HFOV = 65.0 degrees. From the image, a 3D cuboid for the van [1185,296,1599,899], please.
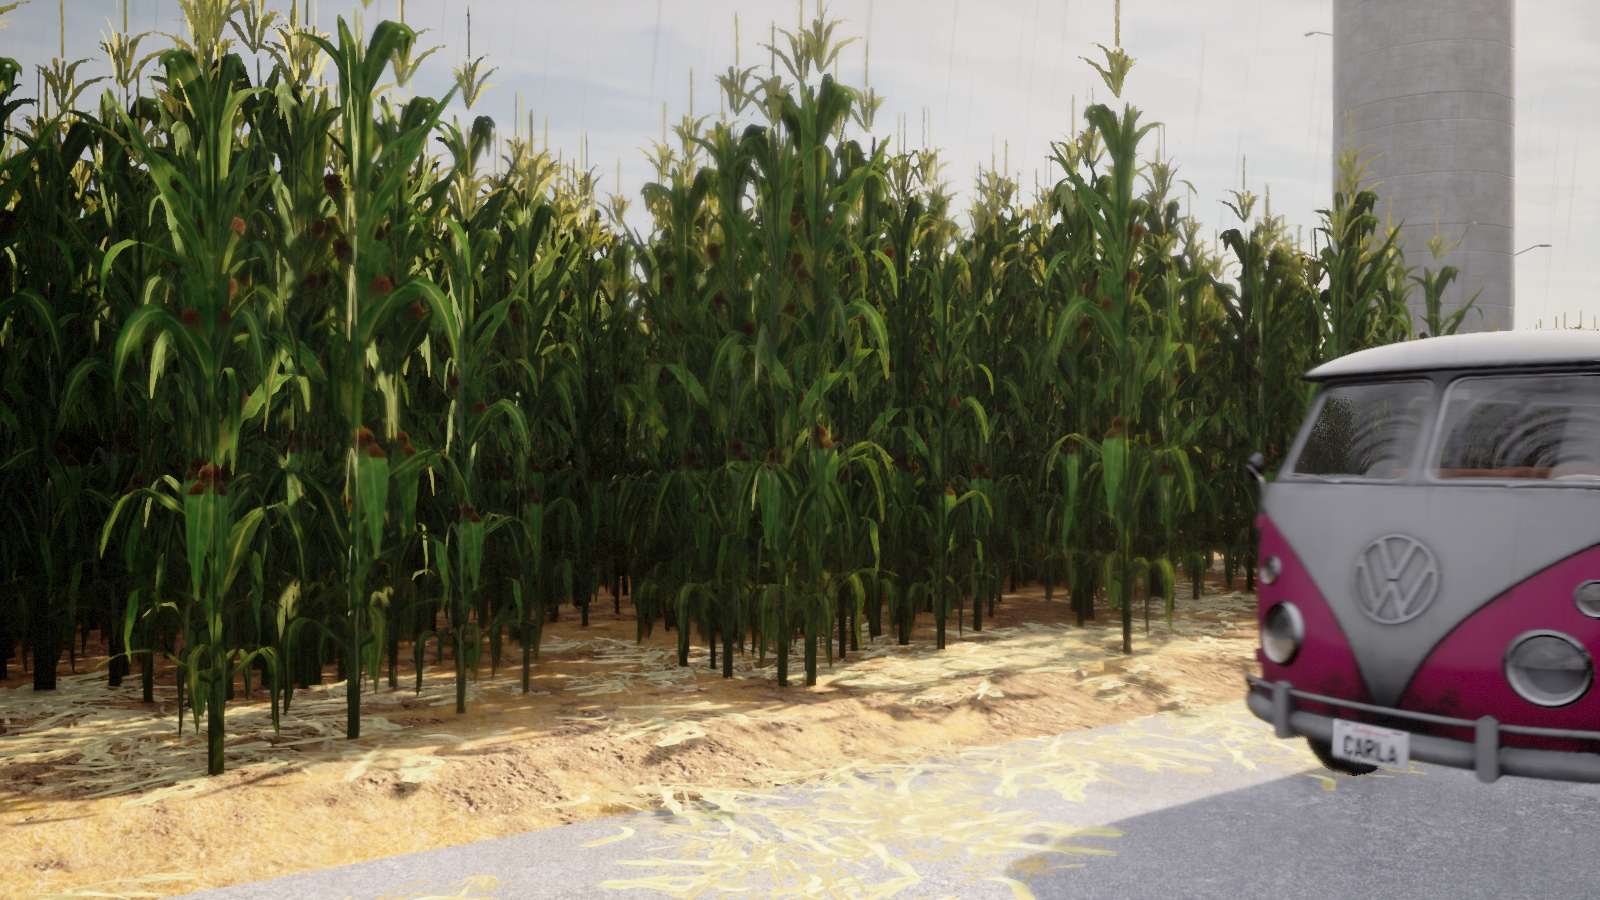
[{"bbox_3d":[3.994,0.491,5.951,4.442,1.987,1.775,0,0,-35],"label":"van"}]
